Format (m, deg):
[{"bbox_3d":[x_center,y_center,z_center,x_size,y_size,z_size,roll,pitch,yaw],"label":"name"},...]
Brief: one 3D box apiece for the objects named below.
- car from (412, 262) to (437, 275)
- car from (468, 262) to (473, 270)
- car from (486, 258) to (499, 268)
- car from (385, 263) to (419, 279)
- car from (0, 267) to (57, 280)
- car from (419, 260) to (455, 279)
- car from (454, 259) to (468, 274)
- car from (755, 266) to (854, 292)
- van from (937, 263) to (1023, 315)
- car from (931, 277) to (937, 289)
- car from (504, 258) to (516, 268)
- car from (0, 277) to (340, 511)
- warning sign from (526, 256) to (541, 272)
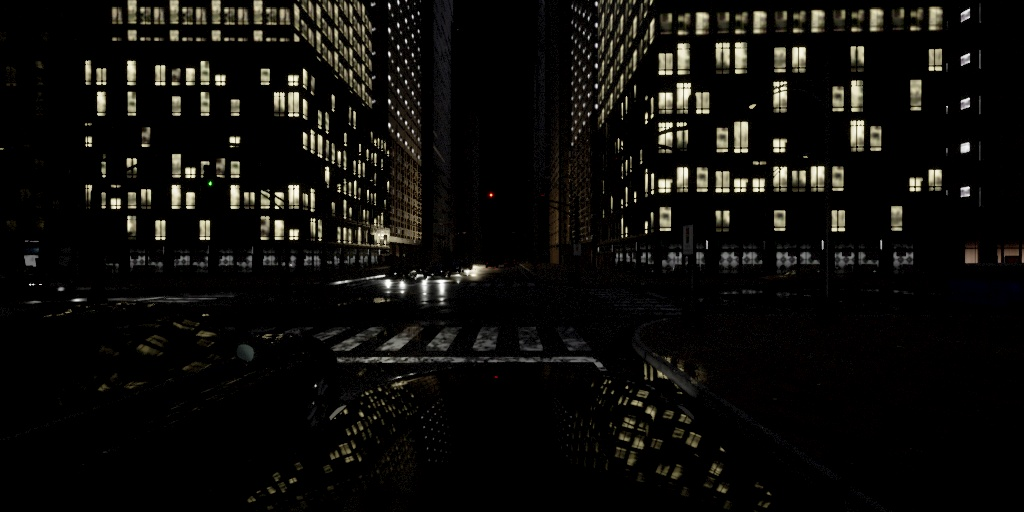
[{"bbox_3d":[-10.098,1.361,41.716,1.994,1.385,4.181,0,0,0],"label":"car"},{"bbox_3d":[-6.913,1.390,52.816,1.994,1.385,4.181,0,0,0],"label":"car"},{"bbox_3d":[-3.541,1.214,63.660,2.097,1.767,4.553,0,0,-1],"label":"car"},{"bbox_3d":[-10.049,1.343,32.807,1.994,1.385,4.181,0,0,0],"label":"car"},{"bbox_3d":[-23.088,1.250,16.399,4.902,1.511,2.128,0,0,0],"label":"car"},{"bbox_3d":[-6.798,1.305,32.963,1.812,1.442,4.674,0,0,0],"label":"car"},{"bbox_3d":[-6.862,1.277,42.837,1.882,1.535,5.008,0,0,0],"label":"car"},{"bbox_3d":[16.966,1.293,20.949,4.829,1.417,1.751,0,0,2],"label":"car"},{"bbox_3d":[18.289,1.119,12.786,3.998,1.789,1.690,0,0,2],"label":"van"},{"bbox_3d":[26.803,1.357,20.528,4.207,1.307,1.802,0,0,2],"label":"car"},{"bbox_3d":[-0.397,1.426,63.840,1.994,1.385,4.181,0,0,0],"label":"car"},{"bbox_3d":[-3.155,1.102,2.569,2.097,1.767,4.553,0,0,0],"label":"car"},{"bbox_3d":[2.600,0.910,40.844,1.300,1.860,1.060,0,0,0],"label":"warning sign"}]
